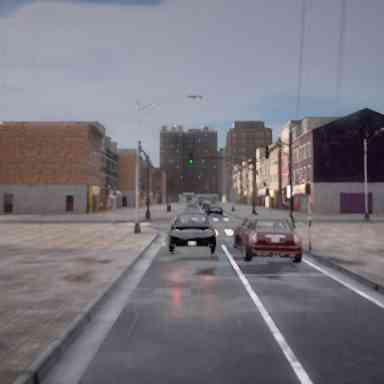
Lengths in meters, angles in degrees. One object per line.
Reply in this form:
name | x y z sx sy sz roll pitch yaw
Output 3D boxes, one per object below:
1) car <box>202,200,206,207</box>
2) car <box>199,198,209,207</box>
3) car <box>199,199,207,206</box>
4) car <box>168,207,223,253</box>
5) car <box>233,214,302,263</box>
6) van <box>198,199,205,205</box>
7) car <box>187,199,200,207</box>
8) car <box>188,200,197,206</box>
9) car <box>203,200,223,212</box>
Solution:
car | 2.683 2.107 44.754 1.947 1.339 4.313 1 -1 0
car | 2.707 2.431 77.380 2.192 1.841 5.009 1 -1 0
car | 2.786 2.255 59.035 1.882 1.535 5.008 0 -1 0
car | 0.016 1.641 14.324 2.128 1.511 4.902 0 -1 0
car | 2.671 1.570 12.574 1.967 1.590 4.097 2 -1 0
van | 2.715 2.789 93.690 1.690 1.788 3.998 1 -1 0
car | 0.040 2.416 64.123 2.033 1.411 5.357 0 -1 0
car | 0.050 2.536 79.846 2.033 1.411 5.357 0 -1 0
car | 2.681 2.026 39.318 1.947 1.339 4.313 1 -1 0
